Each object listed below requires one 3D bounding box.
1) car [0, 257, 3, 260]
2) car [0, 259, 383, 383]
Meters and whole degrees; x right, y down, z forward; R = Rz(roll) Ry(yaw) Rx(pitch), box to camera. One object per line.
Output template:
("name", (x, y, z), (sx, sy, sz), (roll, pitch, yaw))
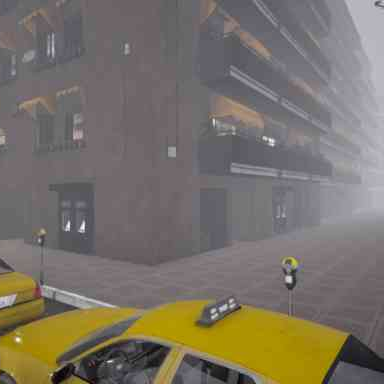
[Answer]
("car", (-4.591, 1.527, 6.009), (4.829, 1.417, 1.752), (0, 0, 36))
("car", (-0.003, 1.526, 2.728), (4.829, 1.417, 1.752), (0, 0, 36))
